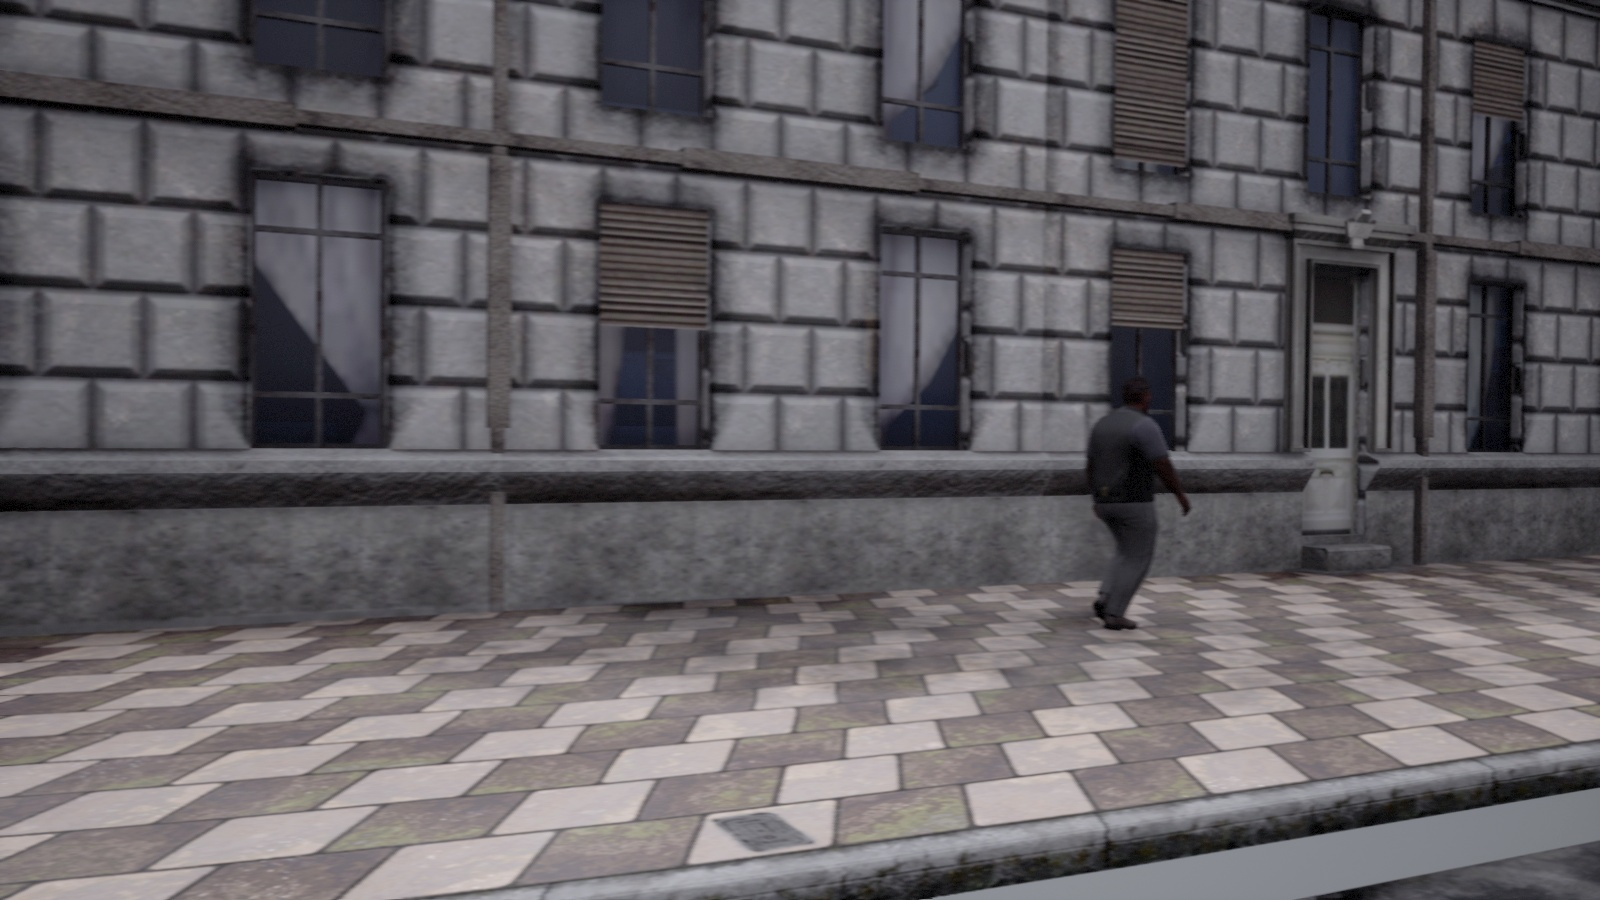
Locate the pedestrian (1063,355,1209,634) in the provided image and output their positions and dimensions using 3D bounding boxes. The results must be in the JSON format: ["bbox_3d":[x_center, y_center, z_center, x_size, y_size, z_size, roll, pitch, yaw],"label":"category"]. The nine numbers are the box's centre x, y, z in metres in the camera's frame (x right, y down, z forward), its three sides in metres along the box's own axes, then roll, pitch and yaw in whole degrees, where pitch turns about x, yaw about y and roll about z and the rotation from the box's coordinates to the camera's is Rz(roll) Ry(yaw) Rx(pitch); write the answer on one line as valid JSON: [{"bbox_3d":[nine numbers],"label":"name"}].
[{"bbox_3d":[2.387,0.292,8.913,0.849,1.883,0.563,-1,1,-32],"label":"pedestrian"}]
